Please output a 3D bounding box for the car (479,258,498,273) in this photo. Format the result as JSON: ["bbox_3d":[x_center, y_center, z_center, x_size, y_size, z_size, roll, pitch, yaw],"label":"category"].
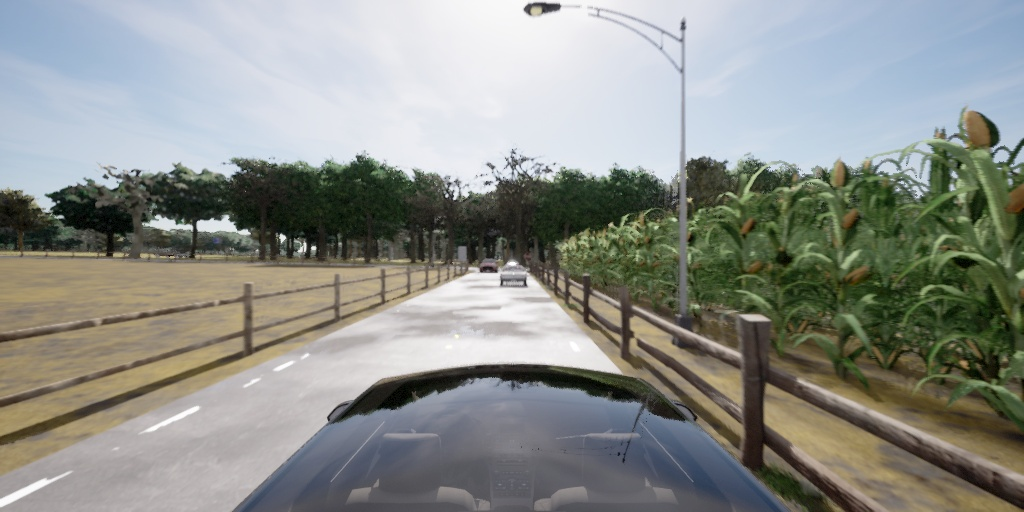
[{"bbox_3d":[-2.752,1.082,43.114,2.097,1.767,4.553,0,0,0],"label":"car"}]

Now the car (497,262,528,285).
[{"bbox_3d":[0.103,1.336,25.809,1.895,1.301,4.718,0,0,0],"label":"car"}]
